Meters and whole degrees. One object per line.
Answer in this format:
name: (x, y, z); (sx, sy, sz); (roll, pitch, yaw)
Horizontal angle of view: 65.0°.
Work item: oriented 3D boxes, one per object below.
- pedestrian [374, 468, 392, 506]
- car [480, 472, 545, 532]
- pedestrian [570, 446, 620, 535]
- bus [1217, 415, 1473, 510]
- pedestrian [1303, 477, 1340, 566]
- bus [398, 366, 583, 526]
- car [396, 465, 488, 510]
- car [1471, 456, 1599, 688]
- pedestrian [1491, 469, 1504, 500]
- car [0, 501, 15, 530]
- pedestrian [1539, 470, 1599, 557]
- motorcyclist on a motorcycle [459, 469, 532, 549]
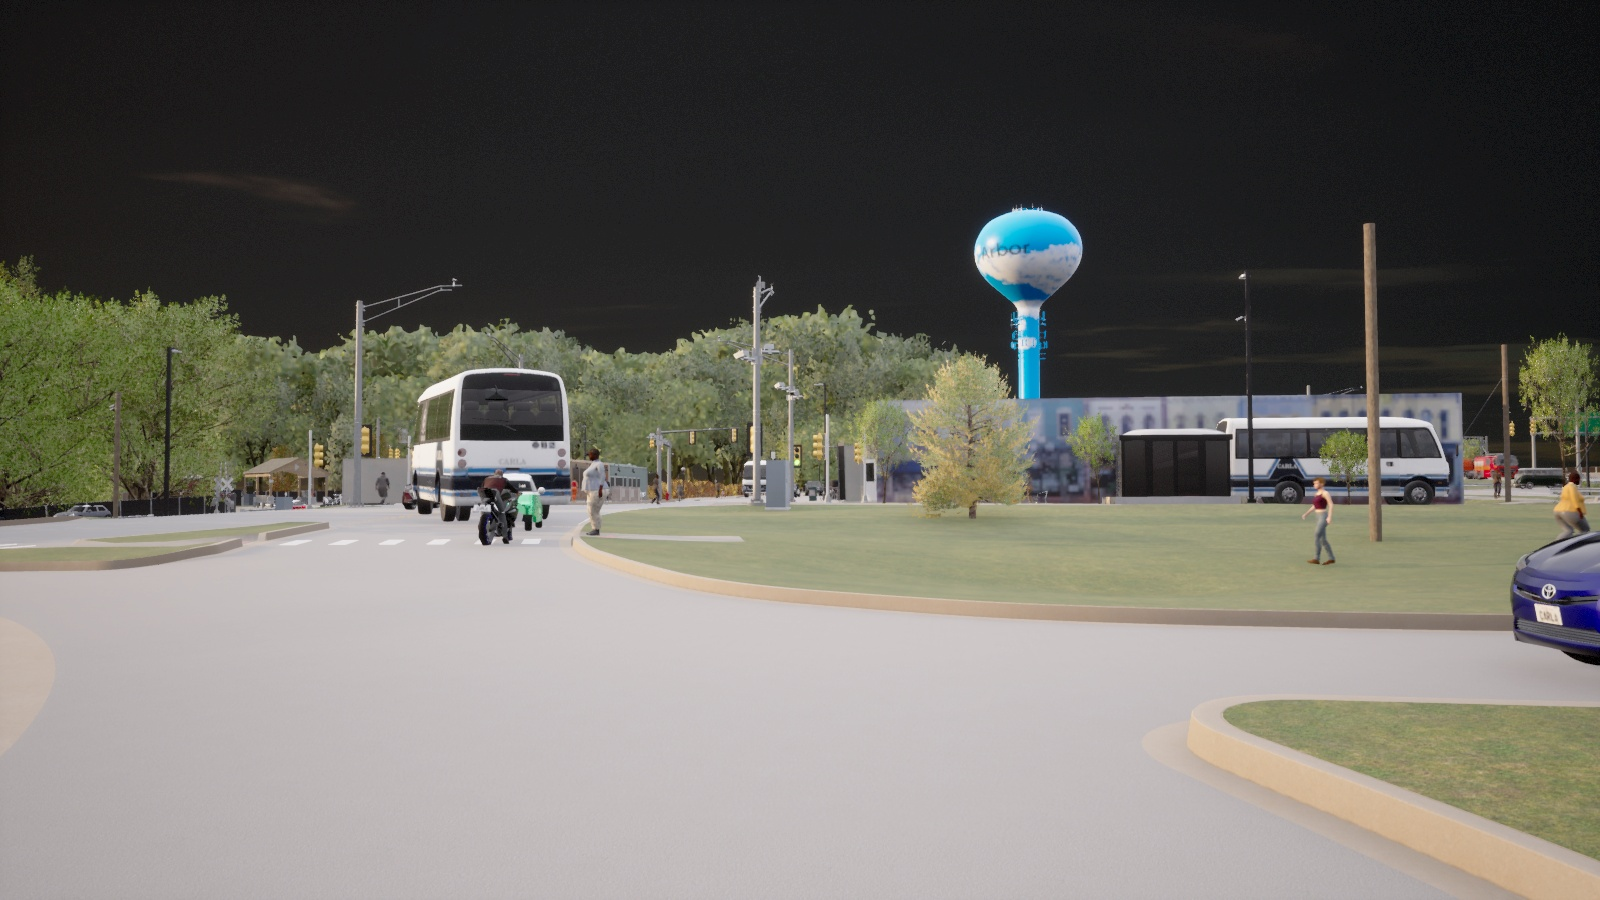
pedestrian: (-21.824, 1.945, 65.730); (0.659, 1.952, 0.873); (0, -3, -1)
car: (-7.038, 1.252, 30.900); (1.481, 1.376, 2.207); (0, -1, -11)
pedestrian: (-4.339, 0.867, 26.588); (0.900, 1.855, 0.874); (1, -3, -19)
bus: (25.253, 0.647, 58.807); (10.273, 4.253, 3.944); (0, -3, 8)
pedestrian: (10.831, 1.480, 26.106); (0.594, 1.836, 0.345); (0, -3, 2)
bus: (-9.870, -0.054, 38.898); (3.944, 4.253, 10.273); (0, -1, -23)
car: (-13.710, 1.435, 48.391); (2.033, 1.649, 4.856); (0, -2, 2)
car: (7.531, 0.823, 8.827); (4.514, 1.525, 2.007); (0, -2, 2)
pedestrian: (40.844, 2.008, 73.498); (0.328, 1.805, 0.869); (0, -3, 8)
car: (-52.344, 4.215, 79.886); (1.905, 1.878, 3.866); (-1, -1, 14)
pedestrian: (16.636, 1.362, 27.085); (0.900, 1.855, 0.874); (0, -3, 7)
motorcyclist on a motorcycle: (-6.115, 1.153, 25.371); (0.866, 1.530, 2.191); (0, -1, 2)
